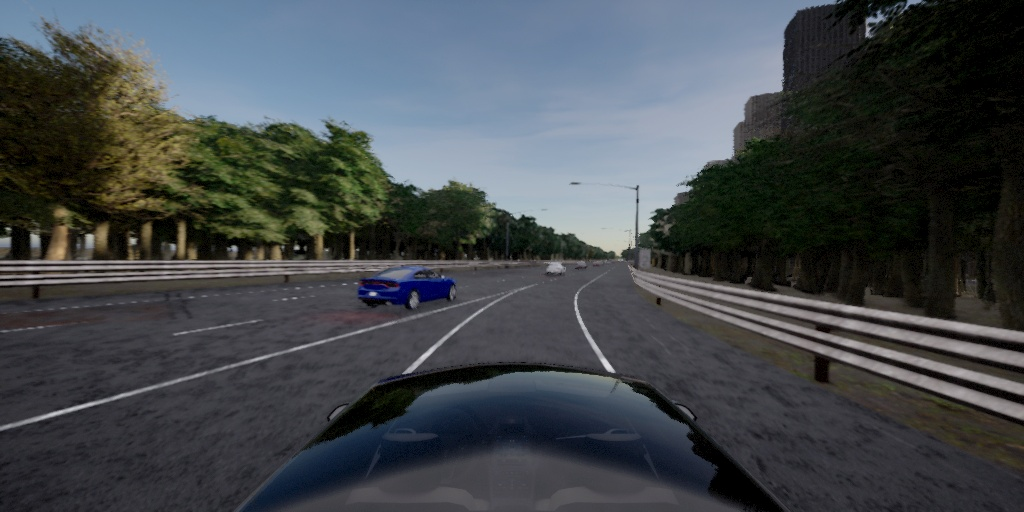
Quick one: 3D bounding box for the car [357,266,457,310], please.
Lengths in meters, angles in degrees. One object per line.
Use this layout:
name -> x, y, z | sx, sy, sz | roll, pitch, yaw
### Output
car -> -3.963, 1.161, 14.485 | 1.882, 1.535, 5.008 | 1, 0, 18

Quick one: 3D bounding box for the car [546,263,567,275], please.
car -> 5.424, 1.567, 44.154 | 1.812, 1.442, 4.674 | 1, 0, 18
